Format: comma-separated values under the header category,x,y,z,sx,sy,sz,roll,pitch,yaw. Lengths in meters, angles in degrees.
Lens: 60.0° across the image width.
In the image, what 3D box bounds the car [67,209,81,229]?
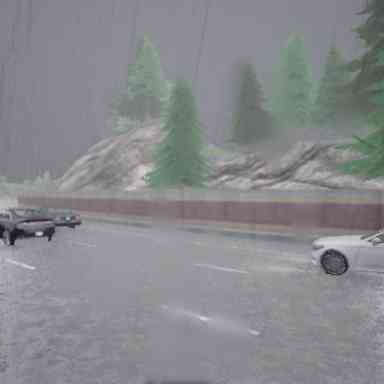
category,x,y,z,sx,sy,sz,roll,pitch,yaw
car,-8.976,1.597,21.063,5.357,1.411,2.033,0,0,45

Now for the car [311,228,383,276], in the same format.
category,x,y,z,sx,sy,sz,roll,pitch,yaw
car,5.570,1.540,8.702,4.674,1.442,1.812,0,0,36

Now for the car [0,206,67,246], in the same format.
category,x,y,z,sx,sy,sz,roll,pitch,yaw
car,-8.162,1.529,15.511,4.902,1.511,2.128,0,0,42
